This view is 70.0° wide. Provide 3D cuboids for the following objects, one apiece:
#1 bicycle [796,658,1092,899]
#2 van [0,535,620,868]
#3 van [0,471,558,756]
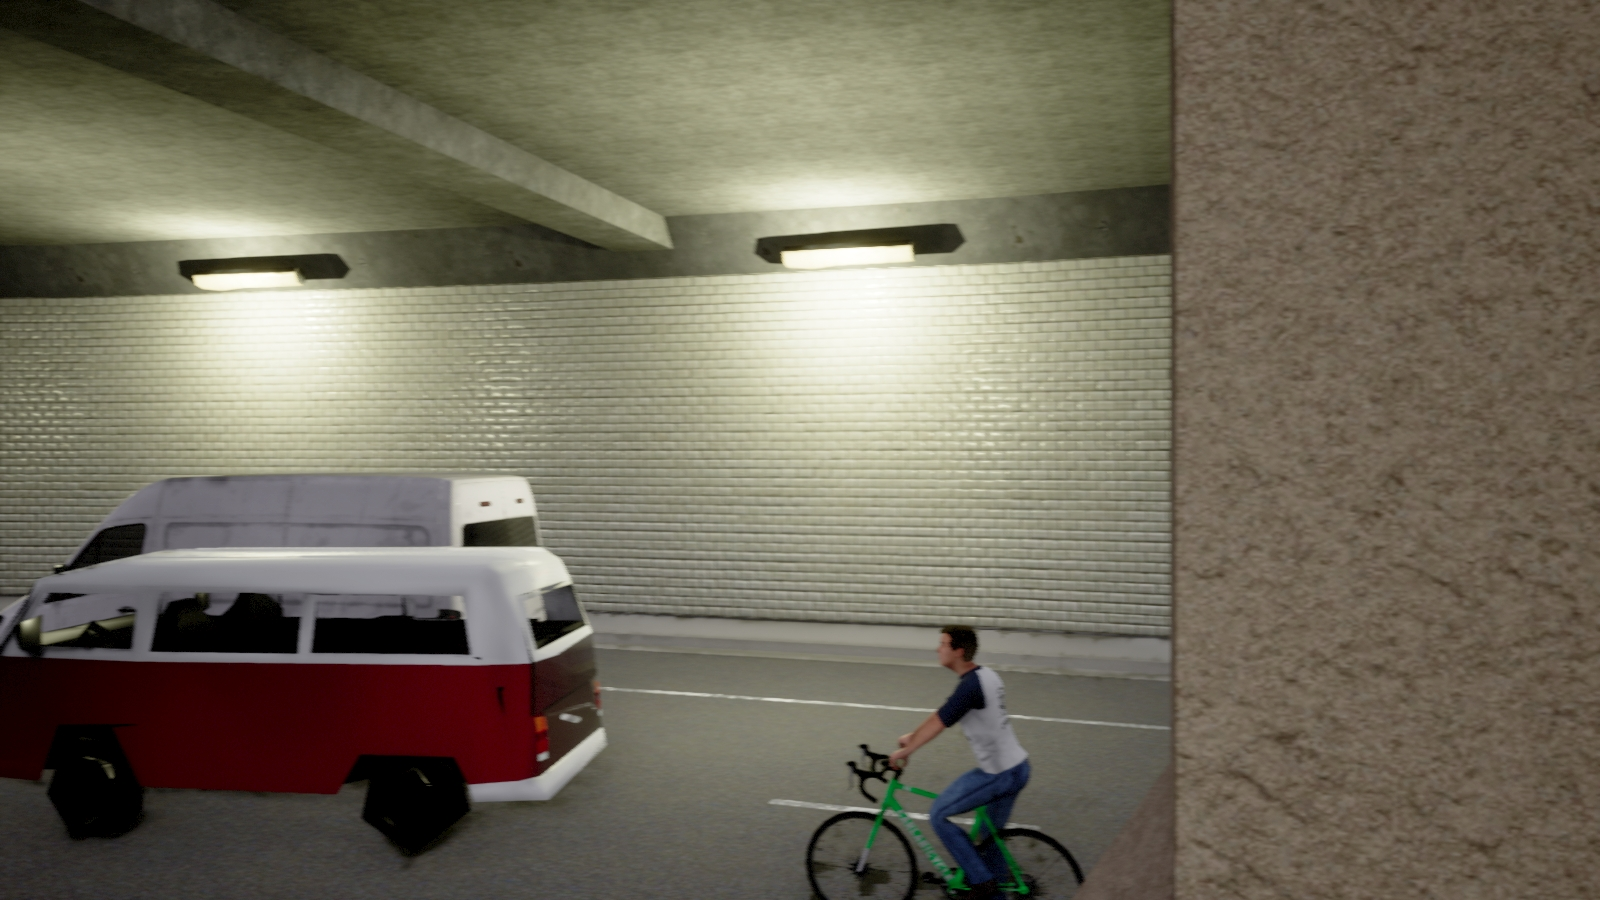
[{"bbox_3d":[0.815,2.041,6.586,1.643,1.521,0.373,0,0,20],"label":"bicycle"},{"bbox_3d":[-3.880,1.780,8.946,4.480,2.038,2.069,0,0,7],"label":"van"},{"bbox_3d":[-5.738,1.531,12.190,5.915,2.561,1.988,0,0,14],"label":"van"}]
